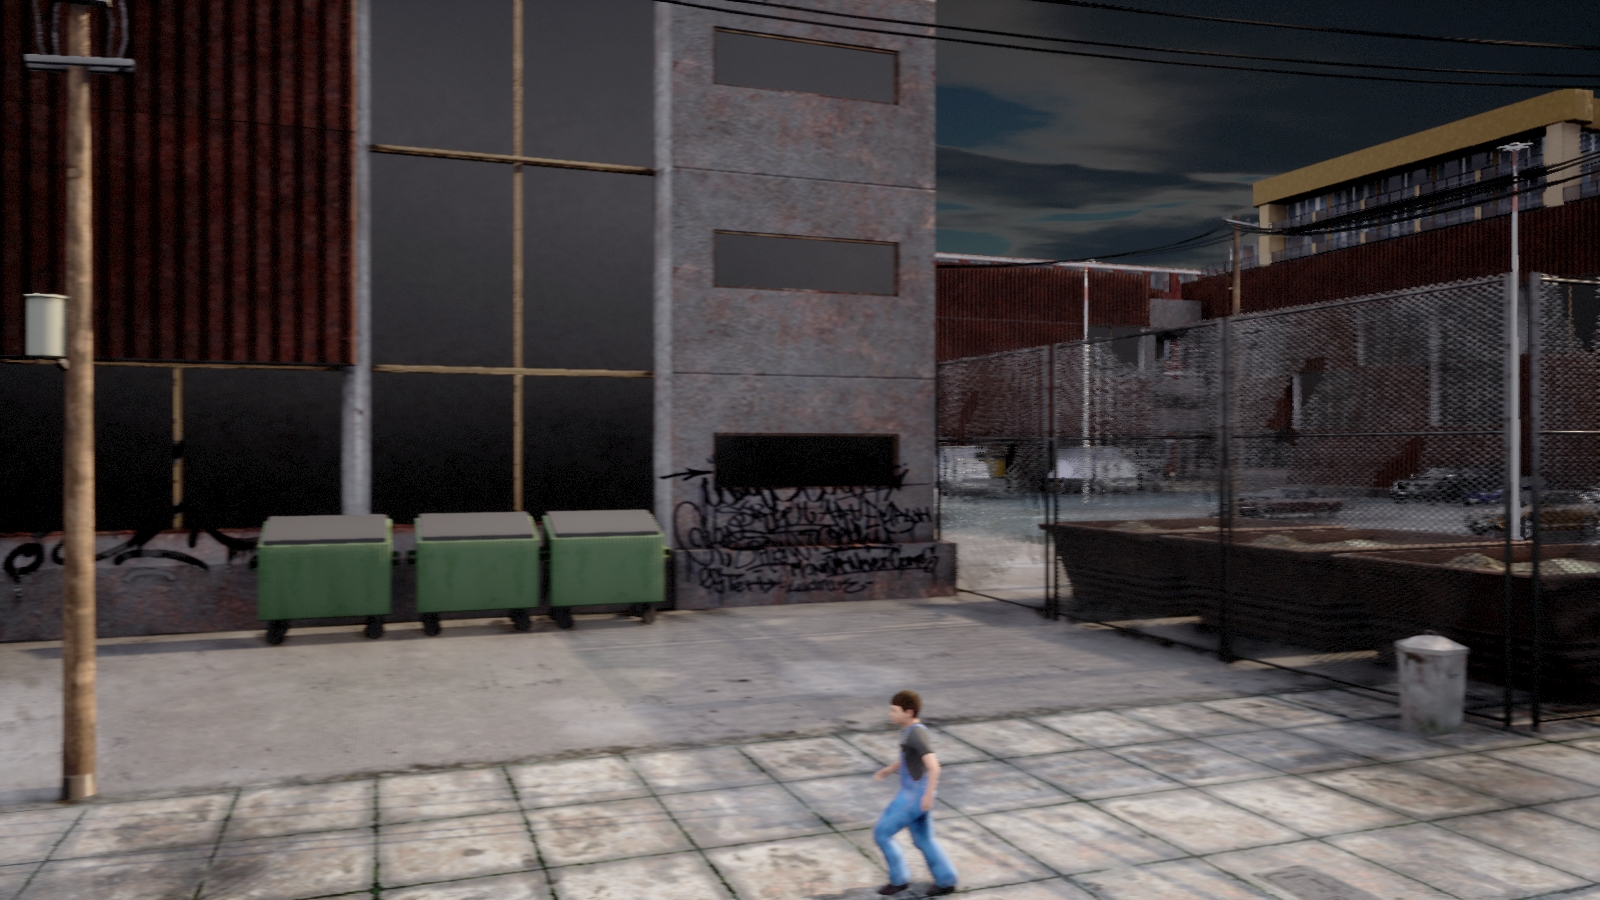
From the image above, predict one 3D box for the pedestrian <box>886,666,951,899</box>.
[{"bbox_3d":[0.705,1.976,6.810,0.375,1.300,0.375,0,0,5],"label":"pedestrian"}]
